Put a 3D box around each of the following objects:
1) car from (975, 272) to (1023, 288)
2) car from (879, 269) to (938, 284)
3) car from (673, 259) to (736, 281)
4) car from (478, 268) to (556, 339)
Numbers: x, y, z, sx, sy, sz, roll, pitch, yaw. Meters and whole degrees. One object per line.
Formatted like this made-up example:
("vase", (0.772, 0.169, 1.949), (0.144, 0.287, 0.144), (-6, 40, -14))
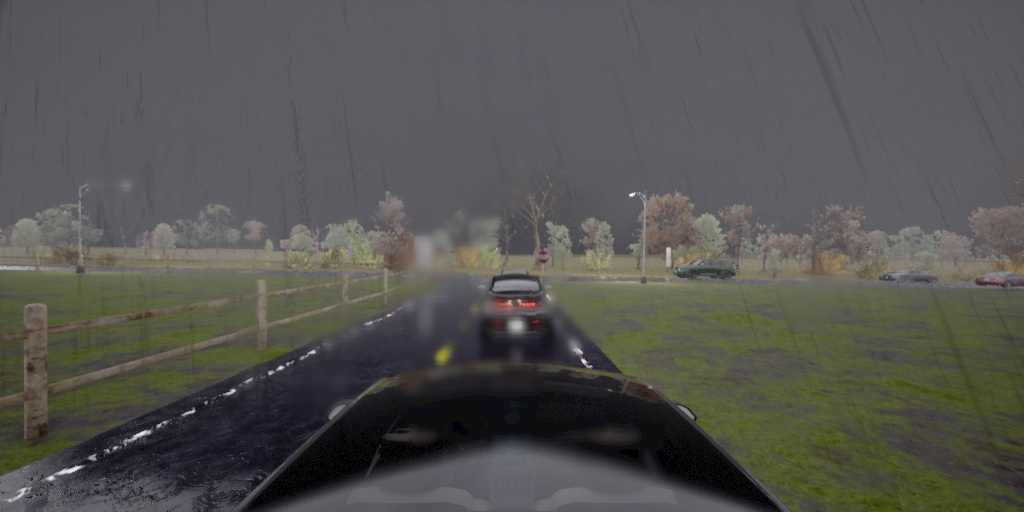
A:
("car", (44.571, 2.117, 32.107), (4.181, 1.385, 1.994), (1, 1, 2))
("car", (38.611, 1.967, 35.008), (4.181, 1.385, 1.994), (1, 1, 0))
("car", (18.824, 1.278, 35.102), (5.566, 2.045, 2.150), (1, 1, 0))
("car", (0.115, 1.245, 10.088), (1.837, 1.490, 4.892), (0, 0, 0))
